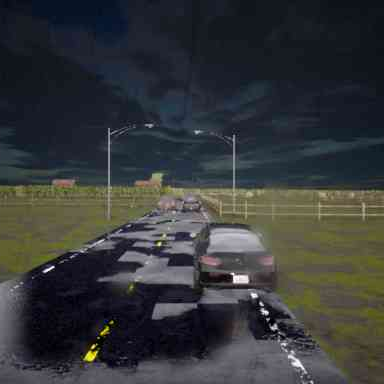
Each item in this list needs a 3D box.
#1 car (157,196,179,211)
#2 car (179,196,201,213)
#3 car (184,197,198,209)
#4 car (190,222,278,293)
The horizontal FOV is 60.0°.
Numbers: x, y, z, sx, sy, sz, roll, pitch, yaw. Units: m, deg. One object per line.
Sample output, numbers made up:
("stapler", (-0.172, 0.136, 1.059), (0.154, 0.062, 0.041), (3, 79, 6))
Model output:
("car", (-2.970, 1.345, 39.861), (2.097, 1.767, 4.553), (0, 0, 0))
("car", (-0.039, 1.486, 36.574), (2.128, 1.511, 4.902), (0, 0, 0))
("car", (-0.115, 1.469, 46.986), (1.882, 1.535, 5.008), (0, 0, 0))
("car", (0.938, 1.526, 8.736), (1.812, 1.442, 4.674), (0, 0, 0))
